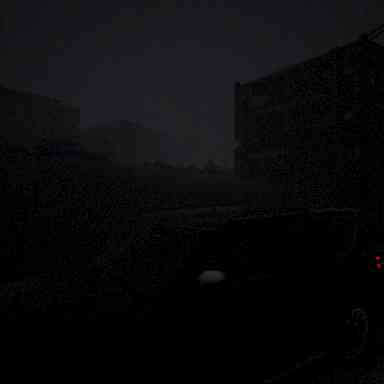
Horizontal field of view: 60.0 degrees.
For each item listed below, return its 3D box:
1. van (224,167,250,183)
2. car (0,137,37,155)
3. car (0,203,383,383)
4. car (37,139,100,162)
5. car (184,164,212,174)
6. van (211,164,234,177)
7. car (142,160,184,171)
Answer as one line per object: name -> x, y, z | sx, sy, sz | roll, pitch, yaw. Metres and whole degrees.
van -> 6.949, -2.488, 50.618 | 1.878, 1.987, 4.442 | 0, -2, 38
car -> -14.774, -3.373, 25.274 | 2.185, 1.767, 4.553 | 0, -1, 45
car -> 0.191, 1.207, 4.130 | 5.566, 2.045, 2.150 | 0, 0, -36
car -> -10.903, -3.389, 29.337 | 2.435, 2.045, 5.566 | 0, -1, 44
car -> -0.016, -2.642, 41.833 | 2.002, 1.452, 4.674 | 0, -2, 40
van -> 3.567, -2.707, 46.237 | 1.878, 1.987, 4.442 | 0, -2, 39
car -> -3.575, -2.816, 37.588 | 2.002, 1.452, 4.674 | 0, -1, 41
